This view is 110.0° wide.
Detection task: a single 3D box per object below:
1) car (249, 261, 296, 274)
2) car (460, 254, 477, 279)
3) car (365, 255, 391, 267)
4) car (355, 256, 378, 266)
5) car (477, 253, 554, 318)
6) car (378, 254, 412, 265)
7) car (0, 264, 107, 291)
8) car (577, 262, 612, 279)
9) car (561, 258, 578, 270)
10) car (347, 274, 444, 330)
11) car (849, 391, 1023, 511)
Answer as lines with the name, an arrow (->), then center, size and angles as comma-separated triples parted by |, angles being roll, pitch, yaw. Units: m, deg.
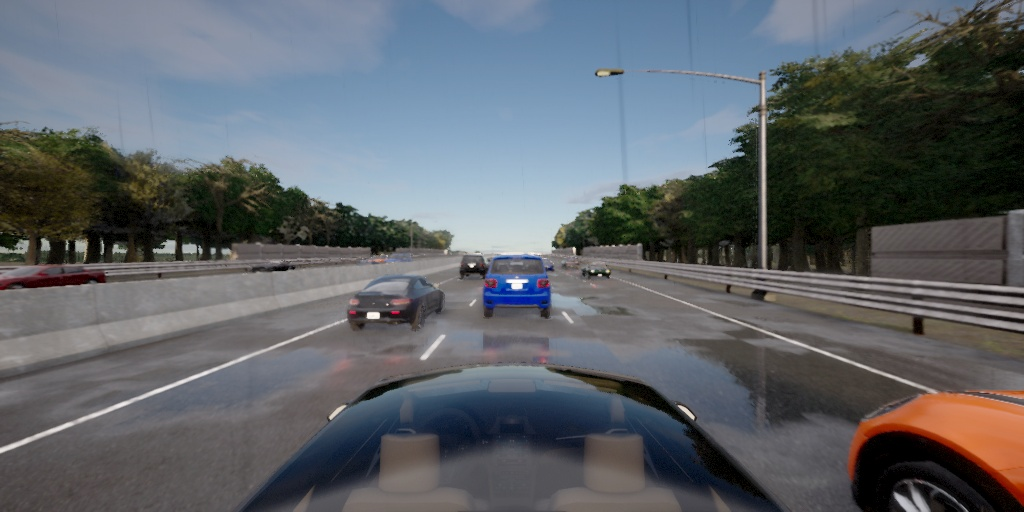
car -> -24.221, 1.201, 36.440 | 1.895, 1.301, 4.718 | 0, 1, 0
car -> -3.129, 0.872, 30.860 | 2.150, 2.045, 5.566 | 0, 1, 1
car -> -20.501, 0.711, 55.065 | 2.097, 1.767, 4.553 | 0, 1, 1
car -> -17.173, 1.086, 42.914 | 1.994, 1.385, 4.181 | 0, 1, 1
car -> 0.176, 0.966, 13.134 | 2.150, 2.045, 5.566 | 0, 0, 1
car -> -13.673, 0.743, 43.059 | 2.150, 2.045, 5.566 | 0, 0, 1
car -> -23.753, 1.209, 18.079 | 1.882, 1.535, 5.008 | 0, 0, -2
car -> 7.188, 1.248, 31.178 | 1.895, 1.301, 4.718 | 0, 1, 2
car -> 7.515, 0.962, 46.709 | 2.128, 1.511, 4.902 | 0, 1, 1
car -> -3.341, 1.275, 10.980 | 1.812, 1.442, 4.674 | 0, 0, 0
car -> 3.505, 1.101, 0.694 | 2.097, 1.767, 4.553 | 0, 0, 0
